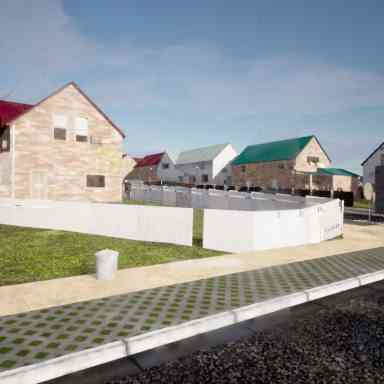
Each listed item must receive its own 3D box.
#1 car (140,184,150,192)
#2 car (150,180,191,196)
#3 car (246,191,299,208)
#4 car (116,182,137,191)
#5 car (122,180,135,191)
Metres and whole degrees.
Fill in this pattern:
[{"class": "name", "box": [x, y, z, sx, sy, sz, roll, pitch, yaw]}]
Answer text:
[{"class": "car", "box": [-5.935, -0.475, 49.691, 2.033, 1.411, 5.357, 1, 2, -34]}, {"class": "car", "box": [-2.372, -0.321, 39.332, 2.150, 2.045, 5.566, 1, 2, -34]}, {"class": "car", "box": [6.316, 0.690, 26.577, 1.837, 1.490, 4.892, 1, 2, -34]}, {"class": "car", "box": [-11.405, -0.952, 57.623, 1.812, 1.442, 4.674, 1, 2, -34]}, {"class": "car", "box": [-10.850, -1.147, 51.933, 1.837, 1.490, 4.892, 1, 2, -34]}]
